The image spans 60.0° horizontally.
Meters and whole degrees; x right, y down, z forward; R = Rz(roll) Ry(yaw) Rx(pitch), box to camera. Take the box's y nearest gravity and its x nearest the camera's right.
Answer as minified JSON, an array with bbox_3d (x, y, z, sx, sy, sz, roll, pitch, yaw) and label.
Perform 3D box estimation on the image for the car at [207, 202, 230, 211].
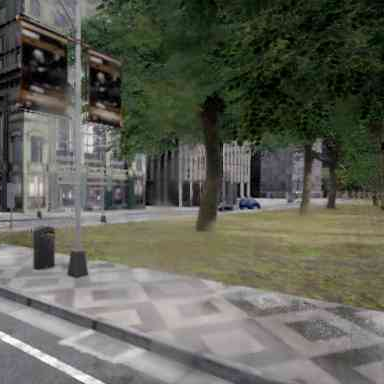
[{"bbox_3d":[4.523,2.431,56.195,1.994,1.385,4.181,0,-1,34],"label":"car"}]

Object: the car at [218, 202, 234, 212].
[{"bbox_3d":[4.627,2.424,50.898,1.895,1.301,4.718,0,-1,35],"label":"car"}]

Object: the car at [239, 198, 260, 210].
[{"bbox_3d":[10.286,2.160,59.363,2.150,2.045,5.566,0,0,34],"label":"car"}]
